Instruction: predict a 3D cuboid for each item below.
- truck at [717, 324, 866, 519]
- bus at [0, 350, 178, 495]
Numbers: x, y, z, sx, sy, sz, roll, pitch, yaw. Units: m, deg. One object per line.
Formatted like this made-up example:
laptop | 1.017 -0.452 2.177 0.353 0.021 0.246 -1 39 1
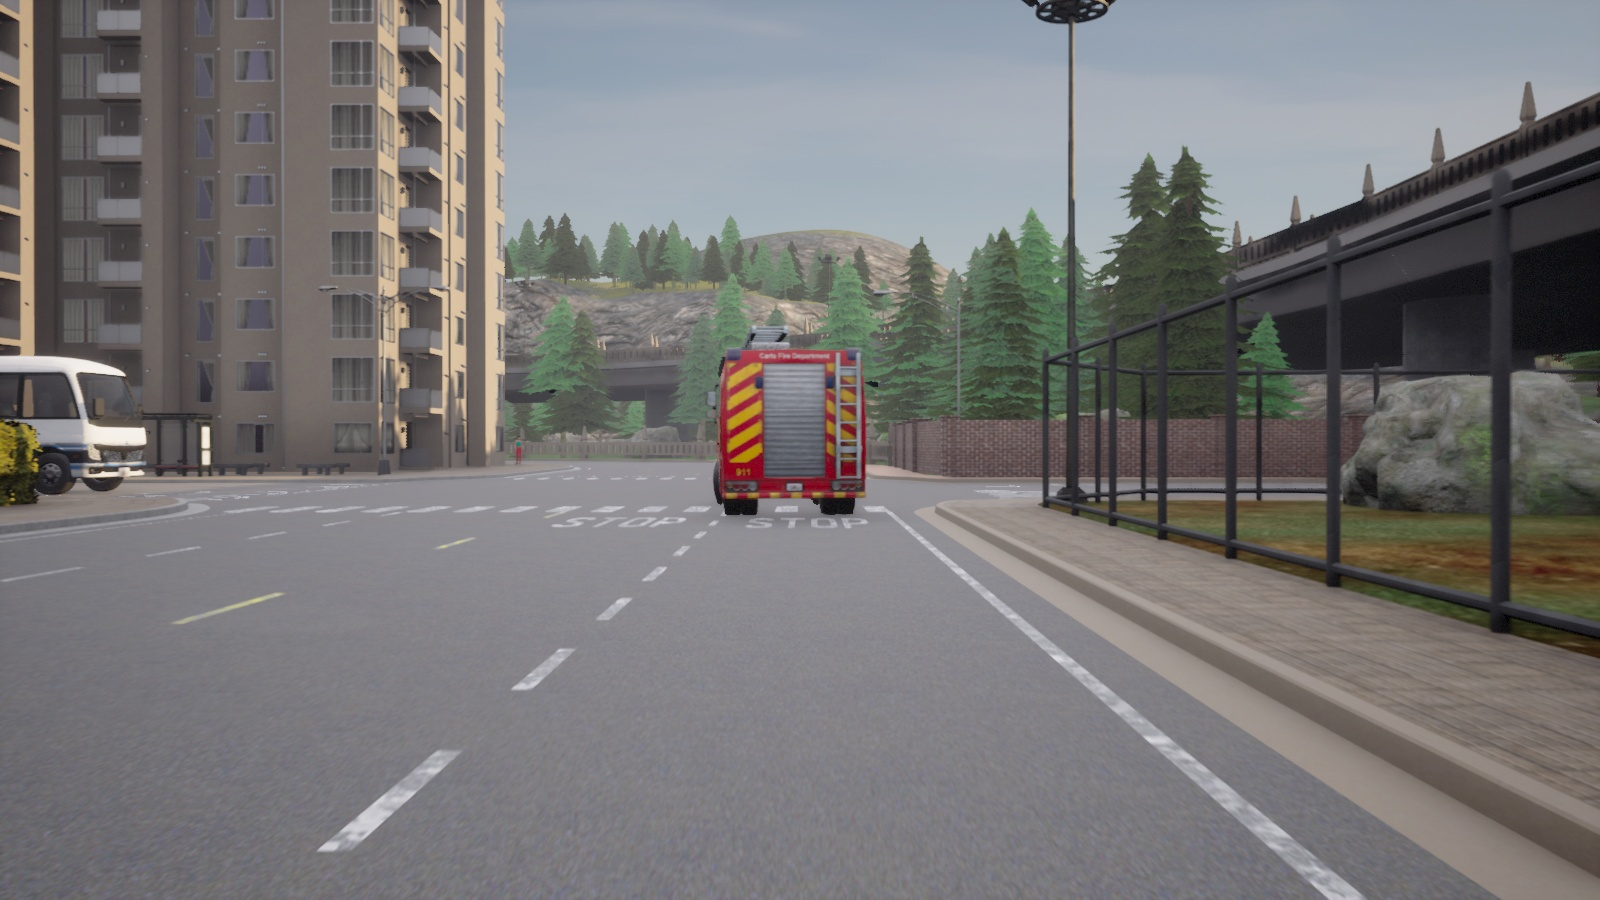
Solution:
truck | -0.438 -0.560 28.986 2.891 3.827 8.468 0 0 -4
bus | -25.367 -0.814 38.885 10.273 4.253 3.944 0 0 0
